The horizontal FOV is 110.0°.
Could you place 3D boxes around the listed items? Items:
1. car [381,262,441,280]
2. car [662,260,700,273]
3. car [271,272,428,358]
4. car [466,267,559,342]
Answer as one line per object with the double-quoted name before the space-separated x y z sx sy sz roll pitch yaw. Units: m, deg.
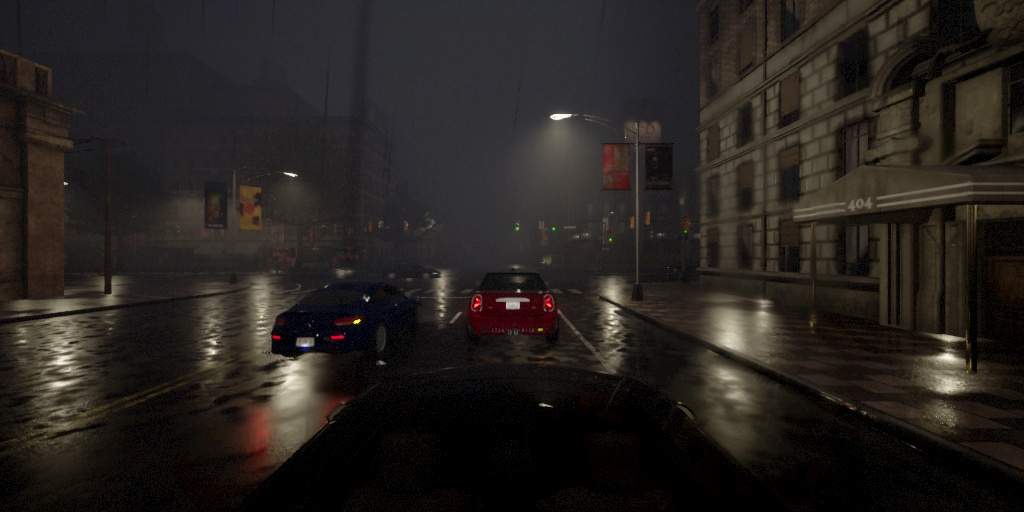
"car" -8.572 1.323 30.568 4.892 1.490 1.837 1 0 0
"car" 20.305 1.255 42.220 4.892 1.490 1.837 0 0 0
"car" -3.477 1.276 8.336 1.812 1.442 4.674 0 0 0
"car" 0.017 1.101 9.944 2.097 1.767 4.553 0 0 0
